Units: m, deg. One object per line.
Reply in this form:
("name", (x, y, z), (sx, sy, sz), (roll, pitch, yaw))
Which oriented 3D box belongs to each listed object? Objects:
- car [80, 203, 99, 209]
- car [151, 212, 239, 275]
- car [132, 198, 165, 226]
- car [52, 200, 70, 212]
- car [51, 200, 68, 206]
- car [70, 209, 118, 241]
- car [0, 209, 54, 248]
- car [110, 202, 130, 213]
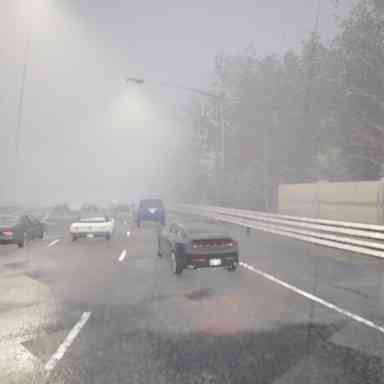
("car", (-14.445, 2.126, 46.567), (1.895, 1.301, 4.718), (0, -1, -26))
("car", (-0.005, 1.622, 11.039), (1.837, 1.490, 4.892), (0, -1, -15))
("car", (-3.450, 1.509, 26.194), (2.150, 2.045, 5.566), (0, 0, -13))
("car", (-18.317, 2.058, 46.442), (1.812, 1.442, 4.674), (0, -1, -26))
("car", (-30.342, 2.466, 76.011), (1.895, 1.301, 4.718), (0, -1, -43))
("car", (-5.256, 1.804, 18.028), (1.895, 1.301, 4.718), (0, -1, -10))
("car", (-8.350, 1.732, 15.602), (2.033, 1.411, 5.357), (0, -1, -10))
("car", (-9.622, 2.014, 44.165), (1.812, 1.442, 4.674), (0, -1, -23))
